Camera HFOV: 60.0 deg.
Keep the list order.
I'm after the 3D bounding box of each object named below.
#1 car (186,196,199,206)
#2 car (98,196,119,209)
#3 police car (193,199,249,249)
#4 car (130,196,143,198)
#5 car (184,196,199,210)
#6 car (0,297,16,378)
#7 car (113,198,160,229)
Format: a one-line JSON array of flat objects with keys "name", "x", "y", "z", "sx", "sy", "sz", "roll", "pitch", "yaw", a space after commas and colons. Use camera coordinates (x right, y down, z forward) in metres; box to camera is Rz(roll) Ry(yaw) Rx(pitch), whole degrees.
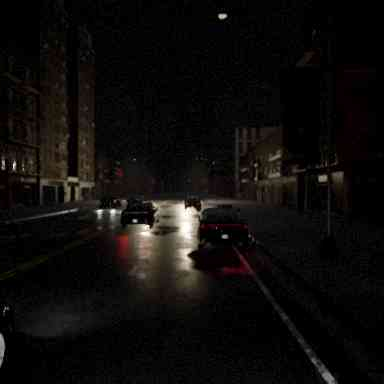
[{"name": "car", "x": 0.062, "y": 1.252, "z": 49.016, "sx": 1.895, "sy": 1.301, "sz": 4.718, "roll": 0, "pitch": 0, "yaw": 0}, {"name": "car", "x": -9.793, "y": 1.223, "z": 39.841, "sx": 1.837, "sy": 1.490, "sz": 4.892, "roll": 0, "pitch": 0, "yaw": 0}, {"name": "police car", "x": 1.154, "y": 1.327, "z": 14.218, "sx": 1.930, "sy": 1.638, "sz": 5.238, "roll": 0, "pitch": 0, "yaw": 0}, {"name": "car", "x": -6.547, "y": 1.218, "z": 38.831, "sx": 2.128, "sy": 1.511, "sz": 4.902, "roll": 0, "pitch": 0, "yaw": 0}, {"name": "car", "x": 0.094, "y": 1.328, "z": 38.521, "sx": 1.895, "sy": 1.301, "sz": 4.718, "roll": 0, "pitch": 0, "yaw": 1}, {"name": "car", "x": -3.148, "y": 1.489, "z": 2.280, "sx": 1.837, "sy": 1.490, "sz": 4.892, "roll": 0, "pitch": 0, "yaw": 0}, {"name": "car", "x": -3.125, "y": 1.347, "z": 20.658, "sx": 2.128, "sy": 1.511, "sz": 4.902, "roll": 0, "pitch": 0, "yaw": 0}]
